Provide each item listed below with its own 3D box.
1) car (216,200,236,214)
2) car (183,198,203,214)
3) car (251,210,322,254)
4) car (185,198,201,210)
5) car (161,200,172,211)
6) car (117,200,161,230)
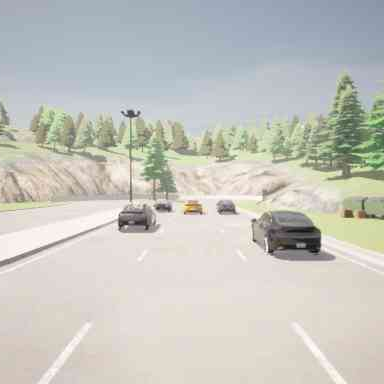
[{"bbox_3d":[3.600,1.546,35.853,2.033,1.411,5.357,0,0,0],"label":"car"},{"bbox_3d":[0.097,1.477,34.681,1.882,1.535,5.008,0,0,0],"label":"car"},{"bbox_3d":[3.601,1.505,13.389,1.837,1.490,4.892,0,0,0],"label":"car"},{"bbox_3d":[0.139,1.546,44.507,2.033,1.411,5.357,0,0,1],"label":"car"},{"bbox_3d":[-3.396,1.600,39.563,1.895,1.301,4.718,0,0,0],"label":"car"},{"bbox_3d":[-3.398,1.491,21.041,2.128,1.511,4.902,0,0,0],"label":"car"}]
